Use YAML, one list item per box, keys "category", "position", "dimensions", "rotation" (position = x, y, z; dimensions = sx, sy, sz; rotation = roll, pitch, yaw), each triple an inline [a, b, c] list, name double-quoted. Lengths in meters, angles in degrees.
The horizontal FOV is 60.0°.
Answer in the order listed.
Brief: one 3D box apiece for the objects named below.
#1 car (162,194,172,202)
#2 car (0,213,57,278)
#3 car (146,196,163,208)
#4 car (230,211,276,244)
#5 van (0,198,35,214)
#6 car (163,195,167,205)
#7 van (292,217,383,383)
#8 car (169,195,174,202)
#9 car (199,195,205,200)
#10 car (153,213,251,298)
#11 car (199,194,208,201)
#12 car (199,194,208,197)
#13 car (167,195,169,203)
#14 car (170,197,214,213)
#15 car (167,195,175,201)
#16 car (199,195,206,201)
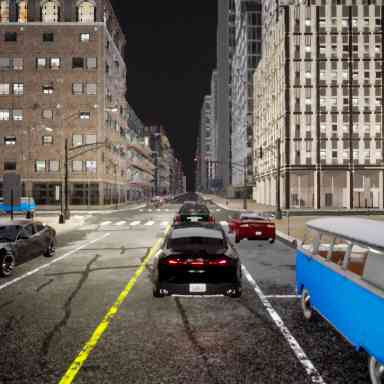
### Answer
- category: "car"
  position: [-5.612, 1.402, 76.495]
  dimensions: [1.967, 1.590, 4.097]
  rotation: [1, 0, 0]
- category: "car"
  position: [-5.673, 1.567, 10.222]
  dimensions: [1.947, 1.339, 4.313]
  rotation: [1, 0, 0]
- category: "car"
  position: [-5.640, 1.573, 48.237]
  dimensions: [1.802, 1.307, 4.206]
  rotation: [1, 0, 0]
- category: "car"
  position: [2.713, 1.545, 15.786]
  dimensions: [1.887, 1.381, 4.507]
  rotation: [1, 0, 0]
- category: "van"
  position: [-19.704, 1.525, 37.120]
  dimensions: [3.998, 1.788, 1.690]
  rotation: [0, 0, 1]
- category: "car"
  position: [-5.632, 1.426, 53.890]
  dimensions: [1.967, 1.590, 4.097]
  rotation: [1, 0, 0]
- category: "van"
  position: [2.705, 1.342, 4.632]
  dimensions: [1.690, 1.788, 3.998]
  rotation: [1, 0, 0]
- category: "car"
  position: [-5.619, 1.519, 70.843]
  dimensions: [2.008, 1.369, 4.403]
  rotation: [1, 0, 0]
- category: "car"
  position: [2.780, 1.524, 93.441]
  dimensions: [1.802, 1.307, 4.206]
  rotation: [1, 0, 0]
- category: "car"
  position: [0.108, 1.506, 8.515]
  dimensions: [1.837, 1.490, 4.892]
  rotation: [0, 0, 0]
- category: "car"
  position: [2.773, 1.396, 82.139]
  dimensions: [1.967, 1.590, 4.097]
  rotation: [1, 0, 0]
- category: "car"
  position: [2.751, 1.531, 59.532]
  dimensions: [2.008, 1.369, 4.403]
  rotation: [1, 0, 0]
- category: "car"
  position: [-5.629, 1.562, 59.541]
  dimensions: [1.802, 1.307, 4.206]
  rotation: [1, 0, 0]
- category: "car"
  position: [0.086, 1.352, 17.608]
  dimensions: [2.097, 1.767, 4.553]
  rotation: [0, 0, -1]
- category: "car"
  position: [-5.604, 1.475, 87.629]
  dimensions: [1.752, 1.417, 4.829]
  rotation: [1, 0, 0]
- category: "car"
  position: [2.776, 1.475, 87.960]
  dimensions: [1.752, 1.417, 4.829]
  rotation: [1, 0, 0]
